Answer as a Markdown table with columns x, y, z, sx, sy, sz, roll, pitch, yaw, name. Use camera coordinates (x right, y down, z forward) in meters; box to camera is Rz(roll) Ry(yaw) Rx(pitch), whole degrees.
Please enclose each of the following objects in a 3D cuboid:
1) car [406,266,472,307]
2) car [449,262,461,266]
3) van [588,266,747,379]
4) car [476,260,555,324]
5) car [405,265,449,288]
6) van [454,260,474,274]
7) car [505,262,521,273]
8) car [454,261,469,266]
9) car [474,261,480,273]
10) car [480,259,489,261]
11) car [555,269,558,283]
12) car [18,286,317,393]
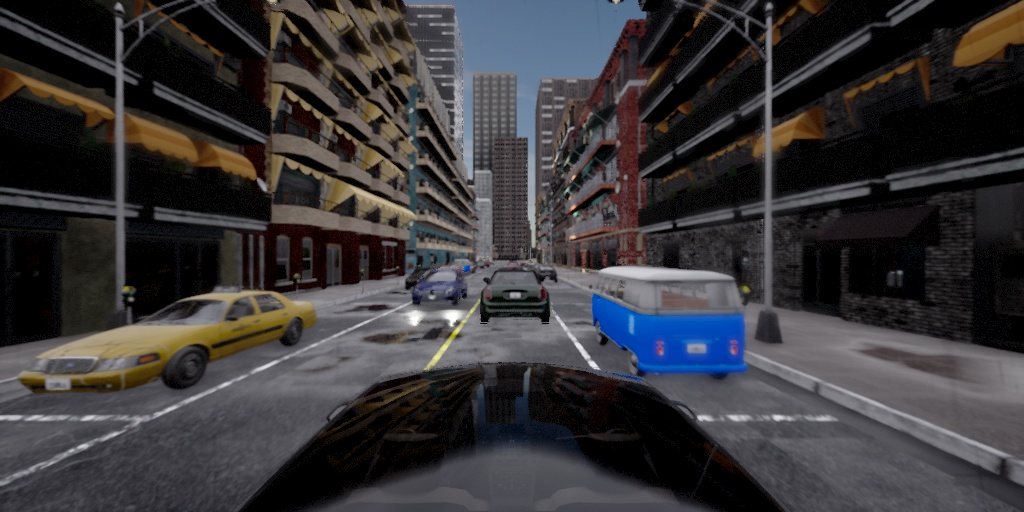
| x | y | z | sx | sy | sz | roll | pitch | yaw | name |
| --- | --- | --- | --- | --- | --- | --- | --- | --- | --- |
| -3.083 | 1.346 | 16.160 | 1.812 | 1.442 | 4.674 | 0 | 0 | 0 | car |
| -5.662 | 1.430 | 29.169 | 1.888 | 1.381 | 4.507 | 0 | 0 | 0 | car |
| 2.693 | 1.116 | 7.054 | 1.690 | 1.789 | 3.998 | 0 | 0 | 0 | van |
| 0.070 | 1.154 | 12.384 | 2.097 | 1.767 | 4.553 | 0 | 0 | -1 | car |
| -5.668 | 1.423 | 23.646 | 1.948 | 1.339 | 4.313 | 0 | 0 | 0 | car |
| -5.649 | 1.281 | 40.216 | 1.690 | 1.789 | 3.998 | 0 | 0 | 0 | van |
| 0.154 | 1.542 | 47.710 | 1.994 | 1.385 | 4.181 | 0 | 0 | 0 | car |
| -5.656 | 1.457 | 34.693 | 1.888 | 1.381 | 4.507 | 0 | 0 | 0 | car |
| -5.643 | 1.408 | 45.740 | 1.967 | 1.591 | 4.097 | 0 | 0 | 0 | car |
| -5.624 | 1.620 | 62.310 | 1.948 | 1.339 | 4.313 | 0 | 0 | 0 | car |
| 2.719 | 1.434 | 29.146 | 2.007 | 1.370 | 4.403 | 0 | 0 | 0 | car |
| -5.688 | 1.302 | 6.906 | 1.751 | 1.417 | 4.829 | 0 | 0 | 0 | car |
